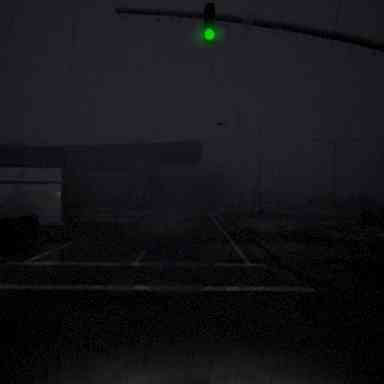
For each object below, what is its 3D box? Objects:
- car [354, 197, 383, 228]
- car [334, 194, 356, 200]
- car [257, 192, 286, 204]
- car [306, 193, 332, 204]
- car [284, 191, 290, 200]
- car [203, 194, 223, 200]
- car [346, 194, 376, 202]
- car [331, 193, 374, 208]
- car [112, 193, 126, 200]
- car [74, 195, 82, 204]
[{"bbox_3d":[12.937,1.272,20.021,5.027,1.636,2.152,0,0,-1],"label":"car"},{"bbox_3d":[36.915,1.097,80.310,4.674,1.442,1.812,0,0,0],"label":"car"},{"bbox_3d":[12.678,1.206,54.278,3.806,1.475,1.970,0,0,-1],"label":"car"},{"bbox_3d":[21.157,0.941,54.366,4.605,1.855,1.932,0,0,-1],"label":"car"},{"bbox_3d":[20.861,0.804,80.256,5.566,2.045,2.150,0,0,0],"label":"car"},{"bbox_3d":[5.047,1.105,80.204,4.674,1.442,1.812,0,0,0],"label":"car"},{"bbox_3d":[31.126,1.121,61.368,4.514,1.523,2.007,0,0,-1],"label":"car"},{"bbox_3d":[20.521,1.177,41.906,4.514,1.523,2.007,0,0,-1],"label":"car"},{"bbox_3d":[-16.884,0.938,80.130,4.553,1.767,2.097,0,0,0],"label":"car"},{"bbox_3d":[-20.734,1.317,57.947,2.242,1.667,4.611,0,0,-1],"label":"car"}]
